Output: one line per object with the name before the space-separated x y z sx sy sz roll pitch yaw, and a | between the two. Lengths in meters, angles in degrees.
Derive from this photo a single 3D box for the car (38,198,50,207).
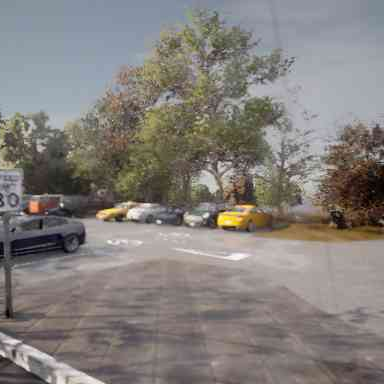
car | -12.049 1.587 32.721 2.163 1.488 4.792 0 0 36

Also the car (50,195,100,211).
car | -9.774 1.315 31.139 2.435 2.045 5.566 0 0 36

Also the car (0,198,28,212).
car | -23.230 1.576 40.880 2.097 1.535 5.008 0 0 36

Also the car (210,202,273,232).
car | 3.555 1.614 21.420 2.097 1.535 5.008 0 0 36

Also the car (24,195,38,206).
car | -10.744 1.347 15.680 2.435 2.045 5.566 0 0 36

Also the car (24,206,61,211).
car | -8.512 1.606 14.031 2.097 1.535 5.008 0 0 36

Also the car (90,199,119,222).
car | -5.418 1.579 27.712 1.946 1.575 5.366 0 0 36

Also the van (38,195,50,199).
van | -14.305 1.326 34.538 1.878 1.987 4.442 0 0 36

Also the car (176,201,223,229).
car | 1.334 1.481 23.078 2.185 1.767 4.553 0 0 36

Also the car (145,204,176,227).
car | -0.843 1.628 24.583 2.163 1.488 4.792 0 0 36

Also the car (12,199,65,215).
car | -16.599 1.579 36.095 2.163 1.488 4.792 0 0 36

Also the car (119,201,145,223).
car | -3.069 1.630 26.232 2.002 1.452 4.674 0 0 36

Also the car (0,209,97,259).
car | -6.286 1.644 12.372 2.163 1.488 4.792 0 0 36

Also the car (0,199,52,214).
car | -18.735 1.583 37.646 2.163 1.488 4.792 0 0 36
